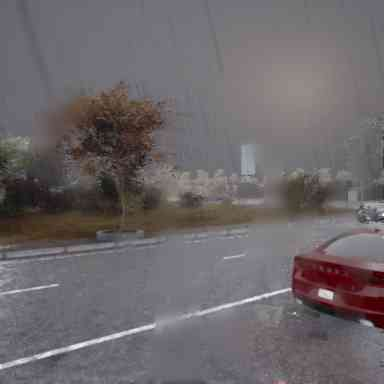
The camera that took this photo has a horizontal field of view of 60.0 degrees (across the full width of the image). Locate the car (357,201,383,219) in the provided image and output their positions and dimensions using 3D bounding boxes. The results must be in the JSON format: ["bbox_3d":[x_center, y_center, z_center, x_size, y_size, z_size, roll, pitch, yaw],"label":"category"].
[{"bbox_3d":[12.567,1.295,21.446,4.674,1.442,1.812,-1,0,-35],"label":"car"}]

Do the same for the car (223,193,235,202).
[{"bbox_3d":[5.713,0.992,60.007,2.128,1.511,4.902,-1,1,-38],"label":"car"}]

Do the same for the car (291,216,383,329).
[{"bbox_3d":[4.115,1.441,6.657,5.008,1.535,1.882,0,0,-35],"label":"car"}]

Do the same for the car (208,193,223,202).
[{"bbox_3d":[2.607,1.046,58.279,2.128,1.511,4.902,-1,1,-38],"label":"car"}]
